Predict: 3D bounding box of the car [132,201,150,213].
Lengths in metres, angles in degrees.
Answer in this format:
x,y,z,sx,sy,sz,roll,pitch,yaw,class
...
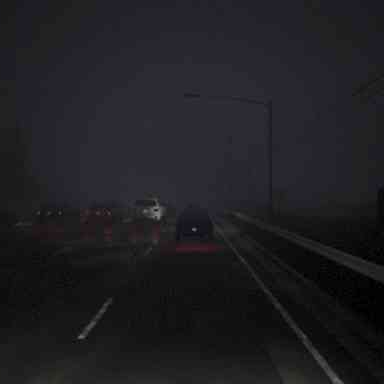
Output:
x,y,z,sx,sy,sz,roll,pitch,yaw,class
-6.896,1.979,45.294,1.812,1.442,4.674,0,-1,0,car

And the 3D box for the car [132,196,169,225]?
x,y,z,sx,sy,sz,roll,pitch,yaw,class
-3.387,1.490,26.834,2.150,2.045,5.566,0,-1,0,car

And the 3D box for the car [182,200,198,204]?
x,y,z,sx,sy,sz,roll,pitch,yaw,class
0.118,1.900,35.206,2.033,1.411,5.357,0,-1,0,car

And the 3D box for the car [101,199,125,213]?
x,y,z,sx,sy,sz,roll,pitch,yaw,class
-10.381,1.792,43.926,2.097,1.767,4.553,0,-1,0,car

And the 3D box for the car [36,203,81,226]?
x,y,z,sx,sy,sz,roll,pitch,yaw,class
-10.390,1.616,26.252,2.097,1.767,4.553,0,-1,0,car

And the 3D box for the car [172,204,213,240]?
x,y,z,sx,sy,sz,roll,pitch,yaw,class
0.107,1.661,18.254,1.882,1.535,5.008,0,-1,0,car

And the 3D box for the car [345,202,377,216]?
x,y,z,sx,sy,sz,roll,pitch,yaw,class
19.299,1.836,35.878,5.008,1.535,1.882,0,-1,28,car

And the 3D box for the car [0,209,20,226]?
x,y,z,sx,sy,sz,roll,pitch,yaw,class
-13.891,1.775,22.624,2.033,1.411,5.357,0,-1,0,car

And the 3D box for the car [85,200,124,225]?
x,y,z,sx,sy,sz,roll,pitch,yaw,class
-6.891,1.619,26.569,2.097,1.767,4.553,0,-1,0,car

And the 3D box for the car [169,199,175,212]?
x,y,z,sx,sy,sz,roll,pitch,yaw,class
-3.383,2.015,45.121,1.994,1.385,4.181,0,-1,0,car

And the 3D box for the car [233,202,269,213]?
x,y,z,sx,sy,sz,roll,pitch,yaw,class
7.939,1.988,44.093,2.033,1.411,5.357,1,-1,-43,car
